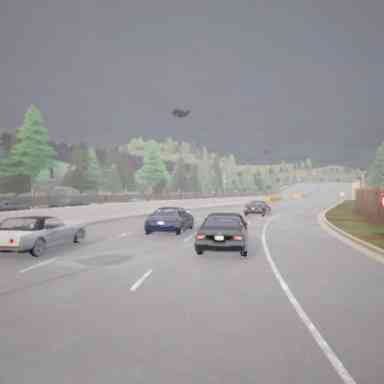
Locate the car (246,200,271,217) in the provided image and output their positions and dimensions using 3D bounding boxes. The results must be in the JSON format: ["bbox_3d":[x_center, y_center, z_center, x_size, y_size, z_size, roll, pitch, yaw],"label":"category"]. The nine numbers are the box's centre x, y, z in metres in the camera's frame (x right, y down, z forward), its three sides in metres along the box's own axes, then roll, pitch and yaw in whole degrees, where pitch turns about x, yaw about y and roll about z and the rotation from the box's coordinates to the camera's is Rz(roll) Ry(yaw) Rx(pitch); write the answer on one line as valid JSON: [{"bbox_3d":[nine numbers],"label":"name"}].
[{"bbox_3d":[6.166,1.484,30.992,2.033,1.411,5.357,0,0,21],"label":"car"}]

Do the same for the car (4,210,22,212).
[{"bbox_3d":[-14.298,1.363,24.573,2.128,1.511,4.902,0,0,14],"label":"car"}]

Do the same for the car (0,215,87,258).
[{"bbox_3d":[-5.822,1.541,12.638,1.895,1.301,4.718,0,0,8],"label":"car"}]

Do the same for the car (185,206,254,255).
[{"bbox_3d":[1.295,1.515,13.153,2.033,1.411,5.357,0,0,10],"label":"car"}]

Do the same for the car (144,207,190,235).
[{"bbox_3d":[-1.147,1.506,18.530,1.994,1.385,4.181,0,0,12],"label":"car"}]

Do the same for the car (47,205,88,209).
[{"bbox_3d":[-13.879,1.384,37.703,2.033,1.411,5.357,0,0,19],"label":"car"}]

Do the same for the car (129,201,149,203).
[{"bbox_3d":[-6.382,1.393,37.598,1.812,1.442,4.674,0,0,22],"label":"car"}]
